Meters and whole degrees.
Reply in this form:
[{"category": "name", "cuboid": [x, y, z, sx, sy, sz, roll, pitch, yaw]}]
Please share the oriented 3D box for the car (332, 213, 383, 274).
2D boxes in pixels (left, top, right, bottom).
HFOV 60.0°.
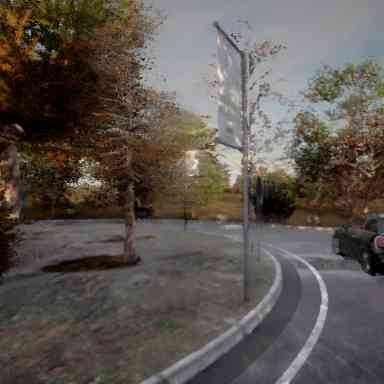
[{"category": "car", "cuboid": [6.211, 1.463, 10.931, 2.097, 1.767, 4.553, -1, -1, 9]}]
